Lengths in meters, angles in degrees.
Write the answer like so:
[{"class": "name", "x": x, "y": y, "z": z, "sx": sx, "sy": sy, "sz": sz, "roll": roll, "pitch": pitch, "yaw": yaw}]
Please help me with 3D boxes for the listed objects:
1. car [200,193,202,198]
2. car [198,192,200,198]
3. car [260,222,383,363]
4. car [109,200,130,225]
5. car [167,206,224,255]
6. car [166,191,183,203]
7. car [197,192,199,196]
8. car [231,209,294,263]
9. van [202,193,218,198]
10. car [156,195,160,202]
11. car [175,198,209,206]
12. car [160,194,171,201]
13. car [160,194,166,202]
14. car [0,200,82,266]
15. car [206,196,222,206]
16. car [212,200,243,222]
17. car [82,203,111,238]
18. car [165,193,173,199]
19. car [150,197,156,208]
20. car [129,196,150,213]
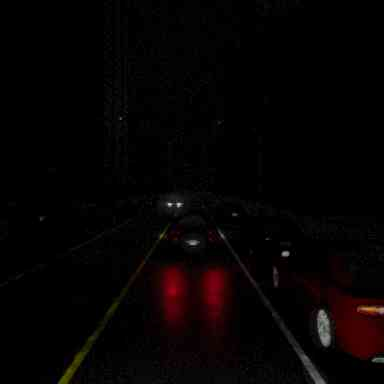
[{"class": "car", "x": 2.676, "y": 1.153, "z": 50.914, "sx": 1.967, "sy": 1.590, "sz": 4.097, "roll": 1, "pitch": 0, "yaw": 0}, {"class": "car", "x": 2.674, "y": 1.192, "z": 62.165, "sx": 2.008, "sy": 1.369, "sz": 4.403, "roll": 1, "pitch": 0, "yaw": 0}, {"class": "car", "x": 2.675, "y": 1.513, "z": 5.918, "sx": 1.887, "sy": 1.381, "sz": 4.507, "roll": 1, "pitch": 0, "yaw": 0}, {"class": "car", "x": -5.851, "y": 1.443, "z": 22.788, "sx": 1.947, "sy": 1.339, "sz": 4.313, "roll": 1, "pitch": 0, "yaw": 0}, {"class": "car", "x": 0.040, "y": 1.458, "z": 12.894, "sx": 1.812, "sy": 1.442, "sz": 4.674, "roll": 0, "pitch": 0, "yaw": 0}, {"class": "car", "x": -3.049, "y": 1.142, "z": 58.651, "sx": 1.882, "sy": 1.535, "sz": 5.008, "roll": 0, "pitch": 1, "yaw": 1}, {"class": "car", "x": 2.674, "y": 1.117, "z": 73.414, "sx": 2.008, "sy": 1.369, "sz": 4.403, "roll": 1, "pitch": 0, "yaw": 0}, {"class": "car", "x": 2.674, "y": 1.504, "z": 11.543, "sx": 1.947, "sy": 1.339, "sz": 4.313, "roll": 1, "pitch": 0, "yaw": 0}, {"class": "van", "x": 2.676, "y": 1.089, "z": 45.289, "sx": 1.690, "sy": 1.788, "sz": 3.998, "roll": 1, "pitch": 0, "yaw": 0}, {"class": "car", "x": -5.851, "y": 1.293, "z": 45.287, "sx": 1.887, "sy": 1.381, "sz": 4.507, "roll": 1, "pitch": 0, "yaw": 0}, {"class": "car", "x": 0.018, "y": 1.409, "z": 25.781, "sx": 2.033, "sy": 1.411, "sz": 5.357, "roll": 0, "pitch": 0, "yaw": 0}, {"class": "car", "x": -5.851, "y": 1.118, "z": 73.408, "sx": 2.008, "sy": 1.369, "sz": 4.403, "roll": 1, "pitch": 0, "yaw": 0}, {"class": "car", "x": -5.851, "y": 1.186, "z": 62.160, "sx": 1.887, "sy": 1.381, "sz": 4.507, "roll": 1, "pitch": 0, "yaw": 0}, {"class": "car", "x": -5.848, "y": 1.253, "z": 11.539, "sx": 2.192, "sy": 1.841, "sz": 5.009, "roll": 1, "pitch": 0, "yaw": 0}, {"class": "car", "x": 2.674, "y": 1.396, "z": 34.042, "sx": 1.802, "sy": 1.307, "sz": 4.206, "roll": 1, "pitch": 0, "yaw": 0}, {"class": "car", "x": 2.674, "y": 1.443, "z": 22.792, "sx": 1.947, "sy": 1.339, "sz": 4.313, "roll": 1, "pitch": 0, "yaw": 0}, {"class": "car", "x": -5.851, "y": 1.474, "z": 17.165, "sx": 1.947, "sy": 1.339, "sz": 4.313, "roll": 1, "pitch": 0, "yaw": 0}, {"class": "car", "x": -5.852, "y": 1.016, "z": 84.487, "sx": 1.752, "sy": 1.417, "sz": 4.829, "roll": 1, "pitch": 0, "yaw": 0}, {"class": "car", "x": -5.850, "y": 1.222, "z": 39.661, "sx": 1.967, "sy": 1.590, "sz": 4.097, "roll": 1, "pitch": 0, "yaw": 0}, {"class": "car", "x": -5.851, "y": 1.359, "z": 34.038, "sx": 1.887, "sy": 1.381, "sz": 4.507, "roll": 1, "pitch": 0, "yaw": 0}]
